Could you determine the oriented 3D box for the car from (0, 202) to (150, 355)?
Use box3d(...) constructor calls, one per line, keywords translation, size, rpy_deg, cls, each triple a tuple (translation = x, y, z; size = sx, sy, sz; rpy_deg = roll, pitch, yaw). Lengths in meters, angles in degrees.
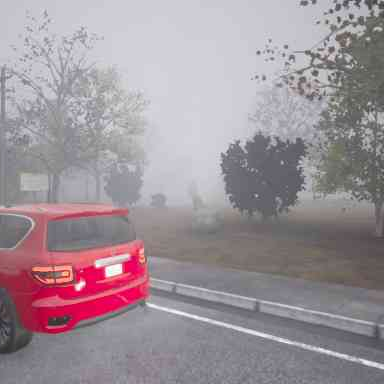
box3d(translation=(-3.313, 1.221, 6.343), size=(5.566, 2.045, 2.150), rpy_deg=(0, 0, 35), cls="car")
